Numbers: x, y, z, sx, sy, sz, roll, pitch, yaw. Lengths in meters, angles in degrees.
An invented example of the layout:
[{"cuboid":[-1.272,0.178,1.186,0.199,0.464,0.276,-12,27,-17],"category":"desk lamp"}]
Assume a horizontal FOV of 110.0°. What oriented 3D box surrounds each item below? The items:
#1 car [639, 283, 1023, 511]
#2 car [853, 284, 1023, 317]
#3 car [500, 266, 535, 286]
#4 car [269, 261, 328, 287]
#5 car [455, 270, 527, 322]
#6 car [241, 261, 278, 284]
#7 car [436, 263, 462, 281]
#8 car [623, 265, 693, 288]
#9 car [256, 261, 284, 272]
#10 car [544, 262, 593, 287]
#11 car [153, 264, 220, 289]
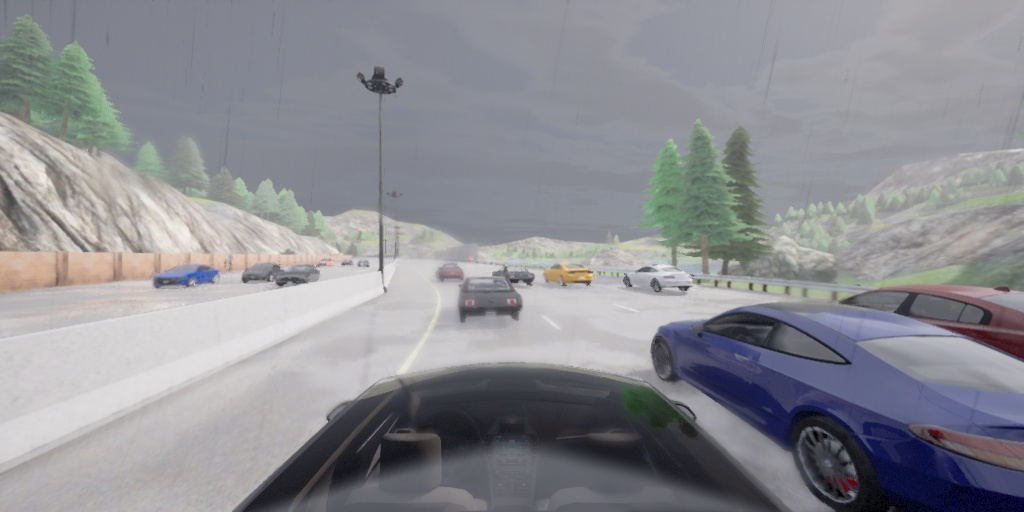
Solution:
[{"cuboid":[3.319,1.256,4.149,1.812,1.442,4.674,0,0,-2],"category":"car"},{"cuboid":[6.730,1.188,5.774,1.882,1.535,5.008,0,0,-3],"category":"car"},{"cuboid":[-0.016,1.321,24.642,1.895,1.301,4.718,0,0,-15],"category":"car"},{"cuboid":[-14.977,1.342,25.471,2.033,1.411,5.357,0,0,-17],"category":"car"},{"cuboid":[-0.901,1.341,12.375,1.895,1.301,4.718,0,0,-8],"category":"car"},{"cuboid":[-19.503,1.321,28.338,1.837,1.490,4.892,0,0,-17],"category":"car"},{"cuboid":[-5.180,1.303,29.842,1.994,1.385,4.181,0,0,-16],"category":"car"},{"cuboid":[8.180,1.209,20.421,1.812,1.442,4.674,0,0,-12],"category":"car"},{"cuboid":[-33.111,1.419,49.166,1.994,1.385,4.181,0,0,-16],"category":"car"},{"cuboid":[3.665,1.179,24.217,1.882,1.535,5.008,0,0,-14],"category":"car"},{"cuboid":[-21.964,1.309,24.389,1.882,1.535,5.008,0,0,-17],"category":"car"}]
